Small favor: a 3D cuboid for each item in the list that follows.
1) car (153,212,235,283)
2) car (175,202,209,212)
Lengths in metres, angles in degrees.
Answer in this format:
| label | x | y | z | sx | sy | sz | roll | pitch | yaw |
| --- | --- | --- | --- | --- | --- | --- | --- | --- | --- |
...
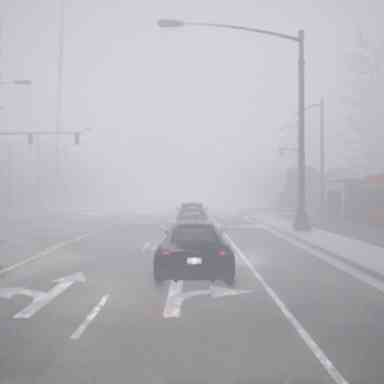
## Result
| label | x | y | z | sx | sy | sz | roll | pitch | yaw |
| --- | --- | --- | --- | --- | --- | --- | --- | --- | --- |
| car | 0.053 | 1.491 | 9.444 | 1.994 | 1.385 | 4.181 | 0 | 0 | 0 |
| car | -0.002 | 1.371 | 20.930 | 1.837 | 1.490 | 4.892 | 0 | 0 | 0 |
